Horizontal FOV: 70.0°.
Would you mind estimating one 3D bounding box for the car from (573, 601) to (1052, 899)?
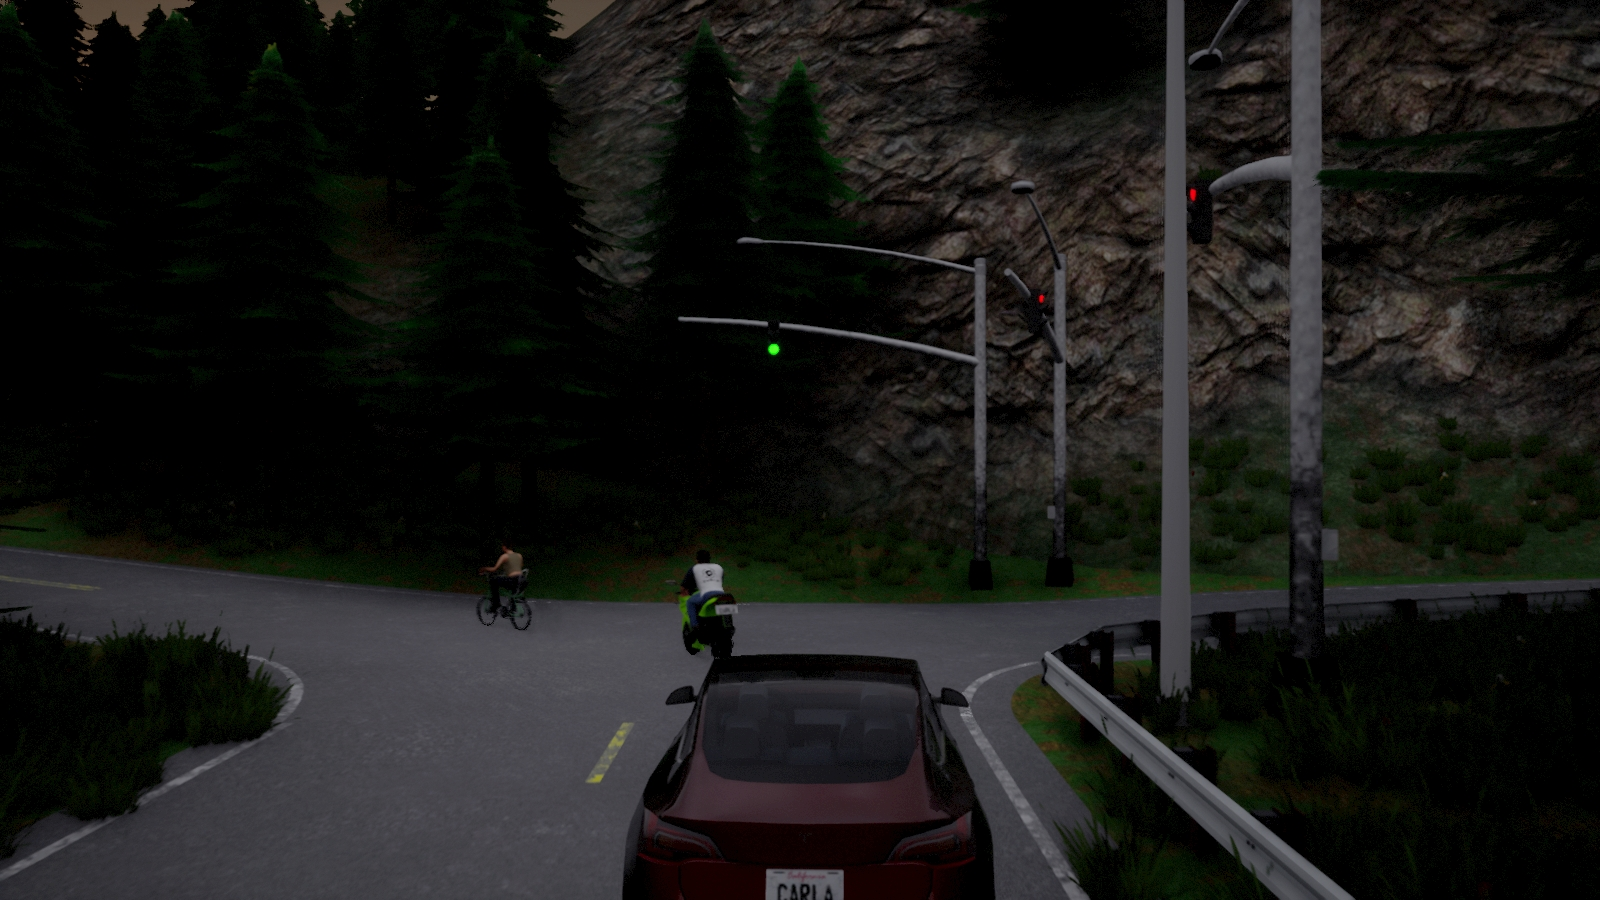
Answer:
[{"bbox_3d":[0.127,2.061,7.554,2.163,1.488,4.792,0,0,2],"label":"car"}]

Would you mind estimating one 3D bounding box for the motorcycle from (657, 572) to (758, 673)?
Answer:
[{"bbox_3d":[-1.292,2.295,15.515,0.803,1.145,2.033,0,-3,-21],"label":"motorcycle"}]
